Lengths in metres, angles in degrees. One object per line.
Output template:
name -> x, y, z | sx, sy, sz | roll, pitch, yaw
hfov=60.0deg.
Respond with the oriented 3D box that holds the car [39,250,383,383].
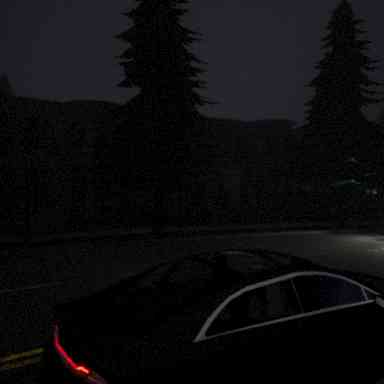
car -> 0.908, 1.468, 3.910 | 4.902, 1.511, 2.128 | 0, 0, -31
